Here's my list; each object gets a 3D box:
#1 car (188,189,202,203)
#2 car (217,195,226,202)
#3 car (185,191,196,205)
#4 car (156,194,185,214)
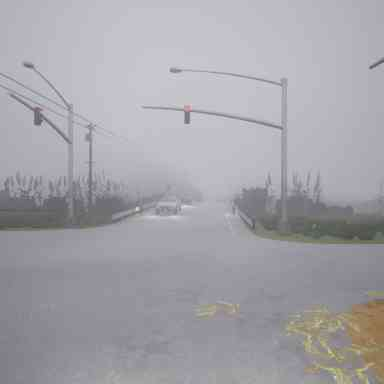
[{"bbox_3d":[0.258,0.570,51.247,2.150,2.045,5.566,0,-1,8],"label":"car"},{"bbox_3d":[6.064,1.358,68.438,1.882,1.535,5.008,0,-1,6],"label":"car"},{"bbox_3d":[-1.073,0.874,40.758,1.994,1.385,4.181,0,1,6],"label":"car"},{"bbox_3d":[-2.097,1.149,30.796,1.812,1.442,4.674,0,3,5],"label":"car"}]
